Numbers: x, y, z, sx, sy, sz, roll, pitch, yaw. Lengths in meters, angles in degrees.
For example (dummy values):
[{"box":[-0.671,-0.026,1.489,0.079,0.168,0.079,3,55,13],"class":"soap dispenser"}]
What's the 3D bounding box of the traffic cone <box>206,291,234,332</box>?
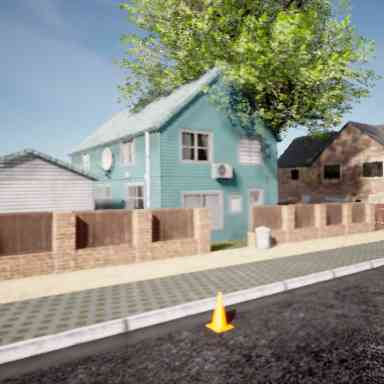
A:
[{"box":[0.475,1.973,5.593,0.340,0.580,0.340,0,0,-36],"class":"traffic cone"}]
